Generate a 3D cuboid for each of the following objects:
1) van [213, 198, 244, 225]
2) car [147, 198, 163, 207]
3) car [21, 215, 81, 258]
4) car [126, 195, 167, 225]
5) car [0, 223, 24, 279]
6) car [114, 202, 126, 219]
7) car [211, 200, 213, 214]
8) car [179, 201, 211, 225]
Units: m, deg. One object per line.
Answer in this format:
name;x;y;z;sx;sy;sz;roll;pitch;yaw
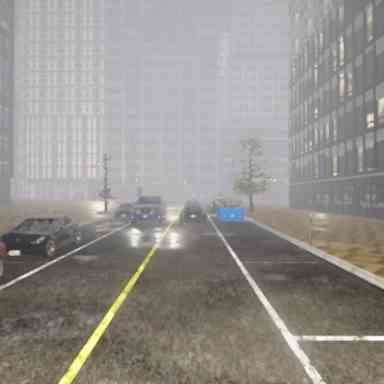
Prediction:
van;2.707;1.373;24.126;1.690;1.788;3.998;1;0;0
car;-5.799;1.613;52.346;2.008;1.369;4.403;1;0;0
car;-5.680;1.583;12.849;1.947;1.339;4.313;1;0;0
car;-3.095;1.253;24.782;2.150;2.045;5.566;0;0;0
car;-5.681;1.592;7.206;1.802;1.307;4.206;1;0;0
car;-5.676;1.604;29.777;1.947;1.339;4.313;1;0;0
car;2.708;1.485;35.409;1.967;1.590;4.097;1;0;0
car;0.097;1.596;24.227;1.994;1.385;4.181;0;0;0
